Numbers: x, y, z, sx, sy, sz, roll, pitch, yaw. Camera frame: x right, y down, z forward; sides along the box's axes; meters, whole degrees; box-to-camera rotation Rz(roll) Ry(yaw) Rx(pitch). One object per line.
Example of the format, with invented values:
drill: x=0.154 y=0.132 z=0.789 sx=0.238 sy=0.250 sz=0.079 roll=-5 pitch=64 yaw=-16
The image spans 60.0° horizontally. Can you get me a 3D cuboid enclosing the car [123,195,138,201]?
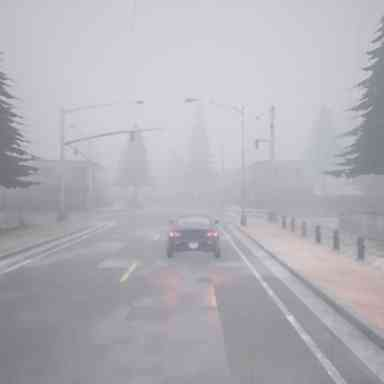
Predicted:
car: x=-13.909 y=1.356 z=75.125 sx=2.033 sy=1.411 sz=5.357 roll=0 pitch=0 yaw=-31

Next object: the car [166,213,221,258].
car: x=0.069 y=1.502 z=12.599 sx=1.812 sy=1.442 sz=4.674 roll=0 pitch=-1 yaw=0

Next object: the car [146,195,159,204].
car: x=-7.269 y=1.327 z=60.938 sx=1.882 sy=1.535 sz=5.008 roll=0 pitch=0 yaw=-17
